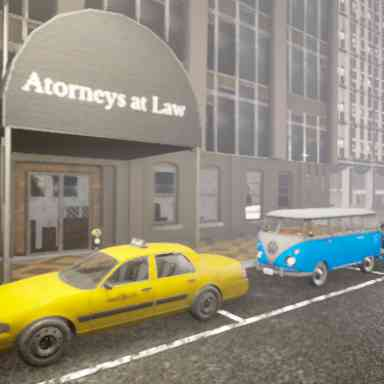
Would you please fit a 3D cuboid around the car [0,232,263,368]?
[{"bbox_3d":[-1.156,1.527,5.739,4.829,1.417,1.752,0,0,-36],"label":"car"}]

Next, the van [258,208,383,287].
[{"bbox_3d":[3.514,1.345,9.058,3.998,1.788,1.690,0,0,-36],"label":"van"}]
